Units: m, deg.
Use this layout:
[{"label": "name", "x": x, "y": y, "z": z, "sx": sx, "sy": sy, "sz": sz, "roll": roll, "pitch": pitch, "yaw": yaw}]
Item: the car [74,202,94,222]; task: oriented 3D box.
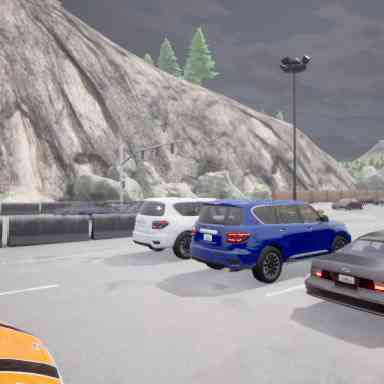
[{"label": "car", "x": -6.187, "y": 1.600, "z": 25.437, "sx": 4.718, "sy": 1.301, "sz": 1.895, "roll": 0, "pitch": 0, "yaw": -36}]

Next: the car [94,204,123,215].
[{"label": "car", "x": -3.809, "y": 1.492, "z": 22.840, "sx": 4.902, "sy": 1.511, "sz": 2.128, "roll": 0, "pitch": 0, "yaw": -36}]

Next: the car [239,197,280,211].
[{"label": "car", "x": 8.213, "y": 1.431, "z": 40.279, "sx": 4.902, "sy": 1.511, "sz": 2.128, "roll": 0, "pitch": 0, "yaw": -36}]

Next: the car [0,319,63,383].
[{"label": "car", "x": -2.975, "y": 1.350, "z": 1.618, "sx": 4.553, "sy": 1.767, "sz": 2.097, "roll": 0, "pitch": 0, "yaw": -36}]

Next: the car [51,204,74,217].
[{"label": "car", "x": -9.349, "y": 1.564, "z": 27.473, "sx": 4.181, "sy": 1.385, "sz": 1.994, "roll": 0, "pitch": 0, "yaw": -36}]

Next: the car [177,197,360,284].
[{"label": "car", "x": 2.511, "y": 1.221, "z": 9.897, "sx": 5.566, "sy": 2.045, "sz": 2.150, "roll": 0, "pitch": 0, "yaw": -38}]

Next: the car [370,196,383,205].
[{"label": "car", "x": 30.777, "y": 1.374, "z": 52.393, "sx": 5.357, "sy": 1.411, "sz": 2.033, "roll": 0, "pitch": 0, "yaw": -36}]

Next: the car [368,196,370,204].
[{"label": "car", "x": 28.732, "y": 1.374, "z": 55.215, "sx": 5.357, "sy": 1.411, "sz": 2.033, "roll": 0, "pitch": 0, "yaw": -36}]

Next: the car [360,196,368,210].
[{"label": "car", "x": 18.252, "y": 1.435, "z": 38.923, "sx": 4.674, "sy": 1.442, "sz": 1.812, "roll": 0, "pitch": 0, "yaw": -36}]

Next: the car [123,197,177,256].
[{"label": "car", "x": 0.484, "y": 1.221, "z": 12.773, "sx": 5.566, "sy": 2.045, "sz": 2.150, "roll": 0, "pitch": 0, "yaw": -36}]

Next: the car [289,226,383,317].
[{"label": "car", "x": 4.702, "y": 1.547, "z": 7.191, "sx": 5.357, "sy": 1.411, "sz": 2.033, "roll": 0, "pitch": 0, "yaw": -36}]

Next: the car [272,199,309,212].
[{"label": "car", "x": 11.350, "y": 1.499, "z": 38.236, "sx": 4.181, "sy": 1.385, "sz": 1.994, "roll": 0, "pitch": 0, "yaw": -36}]
